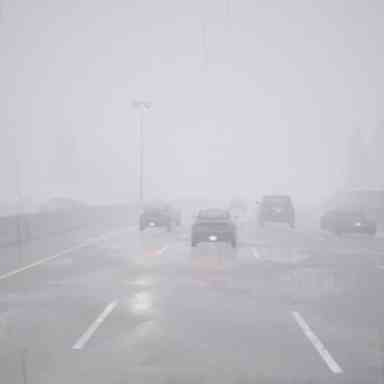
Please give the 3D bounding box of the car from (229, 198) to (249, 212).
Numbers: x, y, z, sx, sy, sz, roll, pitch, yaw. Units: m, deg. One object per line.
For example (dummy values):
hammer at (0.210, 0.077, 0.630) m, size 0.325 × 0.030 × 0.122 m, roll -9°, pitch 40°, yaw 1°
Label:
car at (5.306, 1.474, 37.883) m, size 1.837 × 1.490 × 4.892 m, roll 0°, pitch 0°, yaw 15°

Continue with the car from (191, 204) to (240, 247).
car at (1.044, 1.490, 15.002) m, size 1.837 × 1.490 × 4.892 m, roll 0°, pitch 0°, yaw 6°

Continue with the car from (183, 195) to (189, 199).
car at (-0.273, 1.448, 73.207) m, size 2.033 × 1.411 × 5.357 m, roll 0°, pitch 0°, yaw 26°

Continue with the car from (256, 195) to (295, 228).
car at (5.525, 1.209, 22.318) m, size 2.150 × 2.045 × 5.566 m, roll 0°, pitch 0°, yaw 9°

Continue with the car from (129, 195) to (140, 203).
car at (-10.827, 1.397, 66.868) m, size 1.837 × 1.490 × 4.892 m, roll 0°, pitch 0°, yaw 22°

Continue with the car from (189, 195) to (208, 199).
car at (1.894, 1.431, 69.596) m, size 2.128 × 1.511 × 4.902 m, roll 0°, pitch 0°, yaw 24°

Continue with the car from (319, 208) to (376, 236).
car at (8.534, 1.563, 18.555) m, size 1.994 × 1.385 × 4.181 m, roll 0°, pitch 0°, yaw 8°

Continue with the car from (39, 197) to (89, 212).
car at (-11.052, 1.431, 29.966) m, size 2.128 × 1.511 × 4.902 m, roll 0°, pitch 0°, yaw 11°

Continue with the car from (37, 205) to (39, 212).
car at (-13.750, 1.281, 34.207) m, size 2.097 × 1.767 × 4.553 m, roll 0°, pitch 0°, yaw 12°

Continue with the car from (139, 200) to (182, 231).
car at (-1.824, 1.477, 20.325) m, size 1.837 × 1.490 × 4.892 m, roll 0°, pitch 0°, yaw 8°

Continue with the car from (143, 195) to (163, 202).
car at (-7.441, 1.407, 65.872) m, size 1.837 × 1.490 × 4.892 m, roll 0°, pitch 0°, yaw 23°
